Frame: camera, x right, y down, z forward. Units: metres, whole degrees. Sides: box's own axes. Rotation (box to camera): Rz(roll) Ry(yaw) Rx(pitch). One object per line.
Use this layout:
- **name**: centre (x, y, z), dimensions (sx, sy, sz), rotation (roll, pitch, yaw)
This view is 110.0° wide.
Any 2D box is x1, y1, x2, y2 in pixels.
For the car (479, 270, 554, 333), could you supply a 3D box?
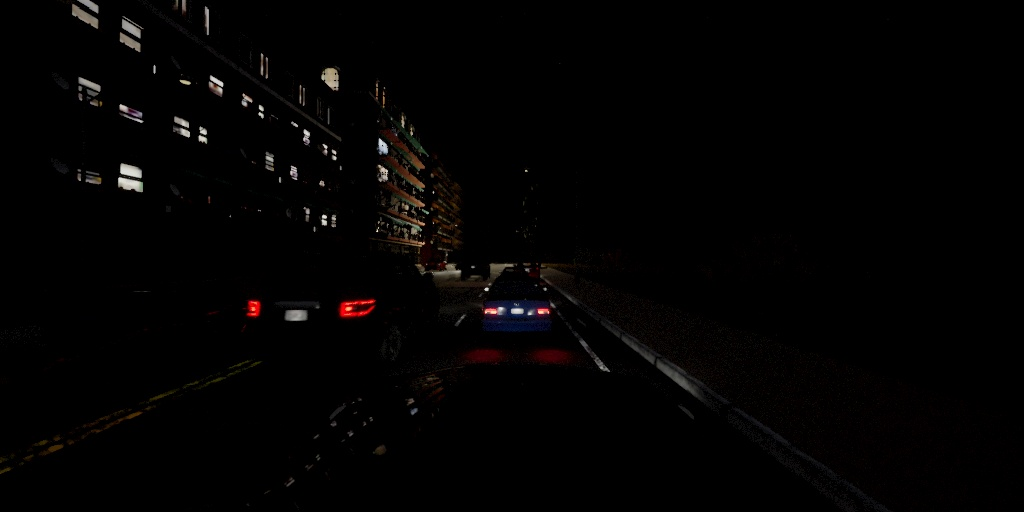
- **car**: centre (0.118, 1.299, 10.628), dimensions (2.033, 1.411, 5.357), rotation (0, 0, 0)

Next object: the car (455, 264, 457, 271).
- **car**: centre (-6.508, 1.317, 48.556), dimensions (1.994, 1.385, 4.181), rotation (0, 0, 0)

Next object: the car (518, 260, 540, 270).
- **car**: centre (1.191, 1.105, 29.896), dimensions (2.097, 1.767, 4.553), rotation (0, 0, 0)

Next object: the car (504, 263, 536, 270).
- **car**: centre (0.130, 1.317, 20.961), dimensions (1.994, 1.385, 4.181), rotation (0, 0, 1)

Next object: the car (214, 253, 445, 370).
- **car**: centre (-3.140, 0.970, 7.909), dimensions (2.150, 2.045, 5.566), rotation (0, 0, 0)

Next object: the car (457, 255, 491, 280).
- **car**: centre (-3.095, 0.975, 31.277), dimensions (2.150, 2.045, 5.566), rotation (0, 0, 0)

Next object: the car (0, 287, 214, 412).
- **car**: centre (-6.593, 1.298, 6.557), dimensions (2.033, 1.411, 5.357), rotation (0, 0, 0)
